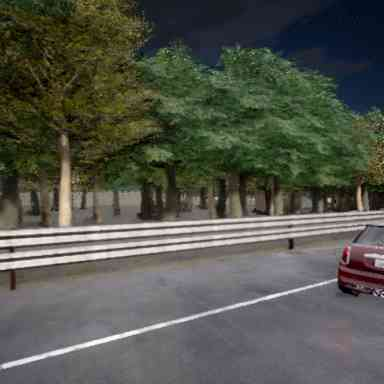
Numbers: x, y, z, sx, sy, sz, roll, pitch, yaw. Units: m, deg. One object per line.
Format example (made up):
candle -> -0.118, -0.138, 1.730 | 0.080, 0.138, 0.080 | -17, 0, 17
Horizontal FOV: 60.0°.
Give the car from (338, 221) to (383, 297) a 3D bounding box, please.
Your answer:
car -> 5.380, 1.416, 7.587 | 4.553, 1.767, 2.097 | 1, 0, -36
